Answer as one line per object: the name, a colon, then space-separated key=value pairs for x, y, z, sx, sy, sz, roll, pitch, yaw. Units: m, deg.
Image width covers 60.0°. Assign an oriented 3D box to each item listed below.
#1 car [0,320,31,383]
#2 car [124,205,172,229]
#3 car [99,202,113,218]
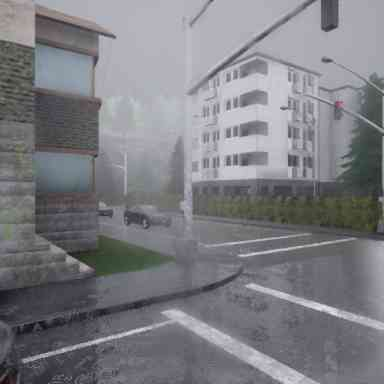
car: x=-3.372 y=1.526 z=1.606 sx=4.674 sy=1.442 sz=1.812 roll=0 pitch=0 yaw=-35
car: x=-3.220 y=1.680 z=23.529 sx=1.837 sy=1.490 sz=4.892 roll=0 pitch=0 yaw=-35
car: x=-9.216 y=1.653 z=31.964 sx=1.882 sy=1.535 sz=5.008 roll=0 pitch=0 yaw=-35
